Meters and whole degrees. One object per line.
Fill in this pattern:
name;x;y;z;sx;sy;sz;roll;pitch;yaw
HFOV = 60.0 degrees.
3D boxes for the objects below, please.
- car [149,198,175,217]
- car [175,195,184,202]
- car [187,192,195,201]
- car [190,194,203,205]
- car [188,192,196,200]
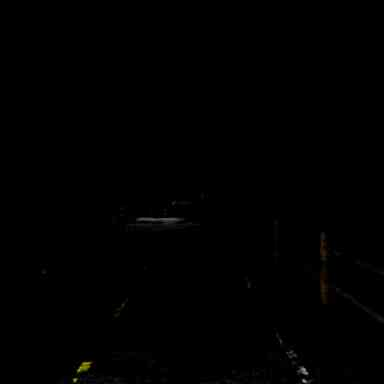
car;-2.859;1.453;30.953;1.882;1.535;5.008;0;0;0
car;-2.776;1.381;71.539;1.882;1.535;5.008;0;0;0
car;-0.027;1.127;76.353;2.097;1.767;4.553;0;0;0
car;0.941;1.473;58.185;1.812;1.442;4.674;0;0;0
car;-0.032;0.967;90.340;2.150;2.045;5.566;0;0;0
